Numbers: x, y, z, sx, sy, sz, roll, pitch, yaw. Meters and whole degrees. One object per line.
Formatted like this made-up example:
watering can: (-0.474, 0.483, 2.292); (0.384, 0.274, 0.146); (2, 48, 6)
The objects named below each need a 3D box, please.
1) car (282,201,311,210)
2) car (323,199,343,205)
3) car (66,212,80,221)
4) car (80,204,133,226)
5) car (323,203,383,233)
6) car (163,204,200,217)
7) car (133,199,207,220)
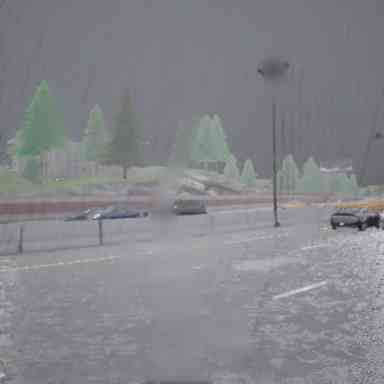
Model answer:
car: (14.167, 1.973, 45.869); (1.882, 1.535, 5.008); (-1, 0, 40)
car: (20.769, 1.824, 48.762); (2.097, 1.767, 4.553); (-1, -1, 38)
car: (-8.329, 1.997, 28.490); (4.674, 1.442, 1.812); (0, -1, -39)
car: (-5.942, 1.767, 25.977); (4.553, 1.767, 2.097); (0, -1, -39)
car: (10.628, 1.687, 21.369); (4.902, 1.511, 2.128); (0, -1, -44)
car: (-1.180, 2.119, 39.608); (4.181, 1.385, 1.994); (0, -1, -44)
car: (-1.272, 1.582, 25.277); (5.566, 2.045, 2.150); (0, -1, -40)
